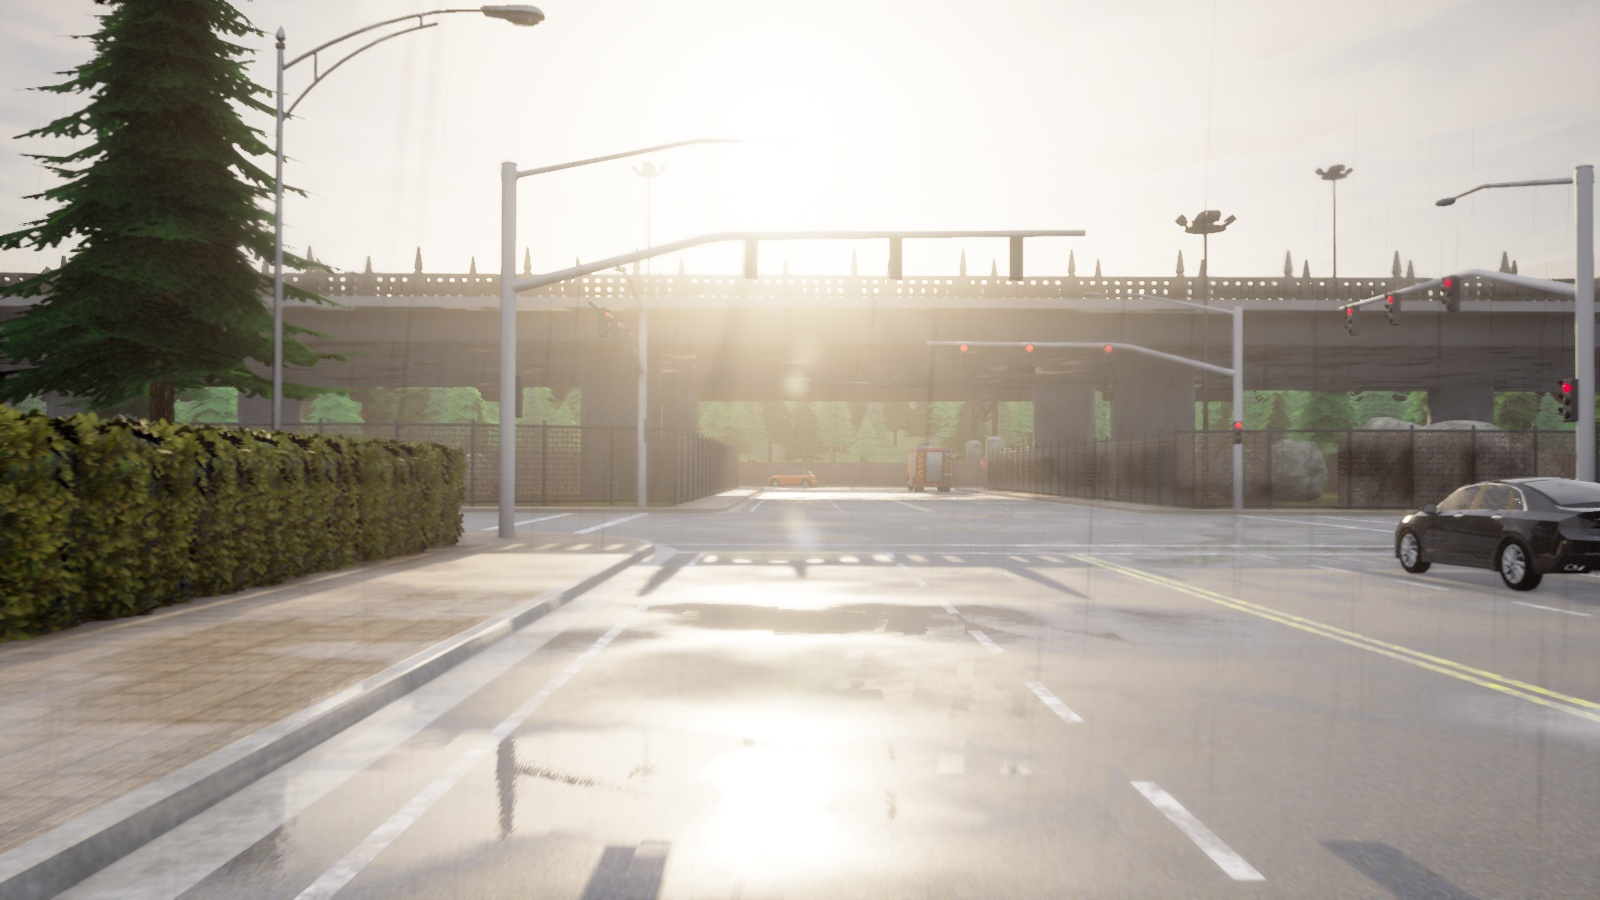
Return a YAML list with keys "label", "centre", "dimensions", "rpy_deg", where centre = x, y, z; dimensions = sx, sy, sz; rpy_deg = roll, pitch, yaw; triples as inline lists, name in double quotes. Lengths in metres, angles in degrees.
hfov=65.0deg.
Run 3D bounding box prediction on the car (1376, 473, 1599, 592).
- label: "car"
  centre: [10.456, 1.084, 18.292]
  dimensions: [1.837, 1.490, 4.892]
  rpy_deg: [0, -1, 0]
